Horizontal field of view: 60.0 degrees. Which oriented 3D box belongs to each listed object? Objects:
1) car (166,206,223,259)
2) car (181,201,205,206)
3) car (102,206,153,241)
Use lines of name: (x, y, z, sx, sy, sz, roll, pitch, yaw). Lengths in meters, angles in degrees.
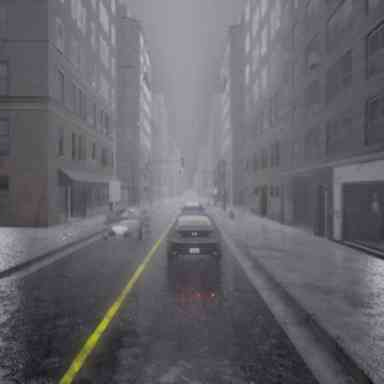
car: (0.088, 1.515, 12.544, 1.837, 1.490, 4.892, 0, 0, 0)
car: (0.086, 1.502, 27.543, 1.882, 1.535, 5.008, 0, -1, 0)
car: (-3.098, 1.503, 16.732, 2.128, 1.511, 4.902, 0, 0, 0)
